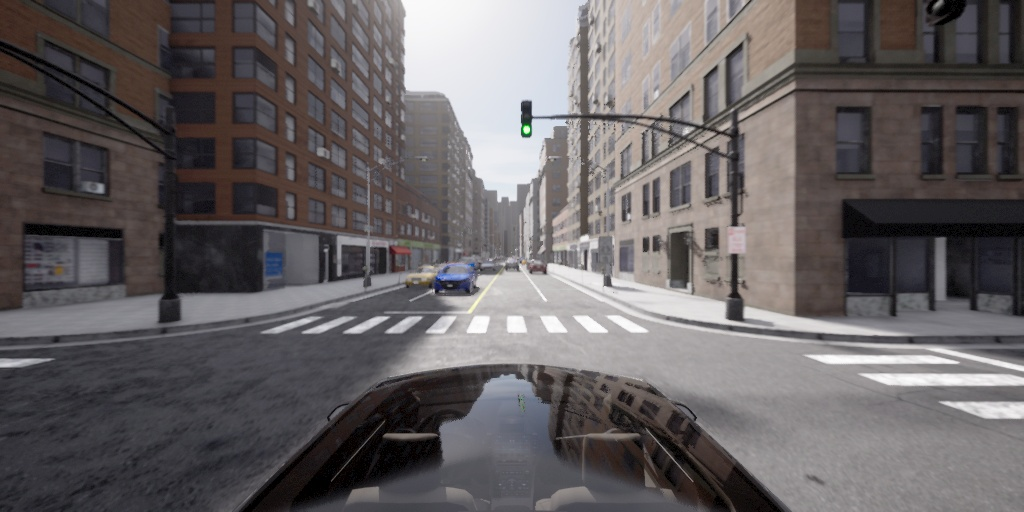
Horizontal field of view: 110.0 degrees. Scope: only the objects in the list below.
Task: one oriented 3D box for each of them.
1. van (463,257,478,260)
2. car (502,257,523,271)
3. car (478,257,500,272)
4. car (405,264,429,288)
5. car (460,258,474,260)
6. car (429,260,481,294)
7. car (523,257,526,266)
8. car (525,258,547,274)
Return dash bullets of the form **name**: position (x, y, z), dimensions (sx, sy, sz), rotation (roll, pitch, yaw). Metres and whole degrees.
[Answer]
- **van**: position (-5.674, 1.053, 45.515), dimensions (1.690, 1.789, 3.998), rotation (0, 0, 0)
- **car**: position (0.040, 1.201, 47.847), dimensions (2.128, 1.511, 4.902), rotation (0, 0, 1)
- **car**: position (-3.060, 1.258, 46.948), dimensions (2.033, 1.411, 5.357), rotation (0, 0, 0)
- **car**: position (-5.671, 1.251, 23.543), dimensions (1.751, 1.417, 4.829), rotation (0, 0, 0)
- **car**: position (-5.673, 1.260, 40.065), dimensions (1.888, 1.381, 4.507), rotation (0, 0, 0)
- **car**: position (-3.102, 1.206, 20.439), dimensions (1.882, 1.535, 5.008), rotation (0, 0, 0)
- **car**: position (2.850, 1.258, 50.999), dimensions (2.007, 1.370, 4.403), rotation (0, 0, 0)
- **car**: position (2.851, 1.150, 40.102), dimensions (1.967, 1.591, 4.097), rotation (0, 0, 0)
